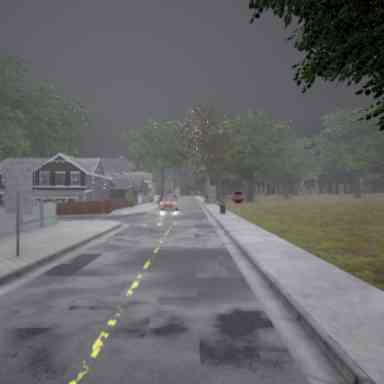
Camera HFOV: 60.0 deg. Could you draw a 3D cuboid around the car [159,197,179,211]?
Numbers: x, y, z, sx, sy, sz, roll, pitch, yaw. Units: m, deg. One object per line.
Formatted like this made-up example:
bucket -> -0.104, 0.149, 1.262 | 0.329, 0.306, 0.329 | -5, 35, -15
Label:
car -> -2.749, 1.335, 40.396 | 2.097, 1.767, 4.553 | 0, -1, 0
